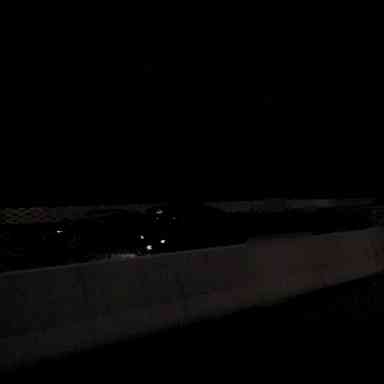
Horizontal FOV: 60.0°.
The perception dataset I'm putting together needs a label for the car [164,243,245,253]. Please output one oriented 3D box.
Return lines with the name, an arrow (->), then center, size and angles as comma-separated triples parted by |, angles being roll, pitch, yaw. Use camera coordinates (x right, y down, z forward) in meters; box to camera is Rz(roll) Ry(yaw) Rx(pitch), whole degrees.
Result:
car -> 0.572, 1.560, 13.335 | 5.357, 1.411, 2.033 | 0, 0, -38
